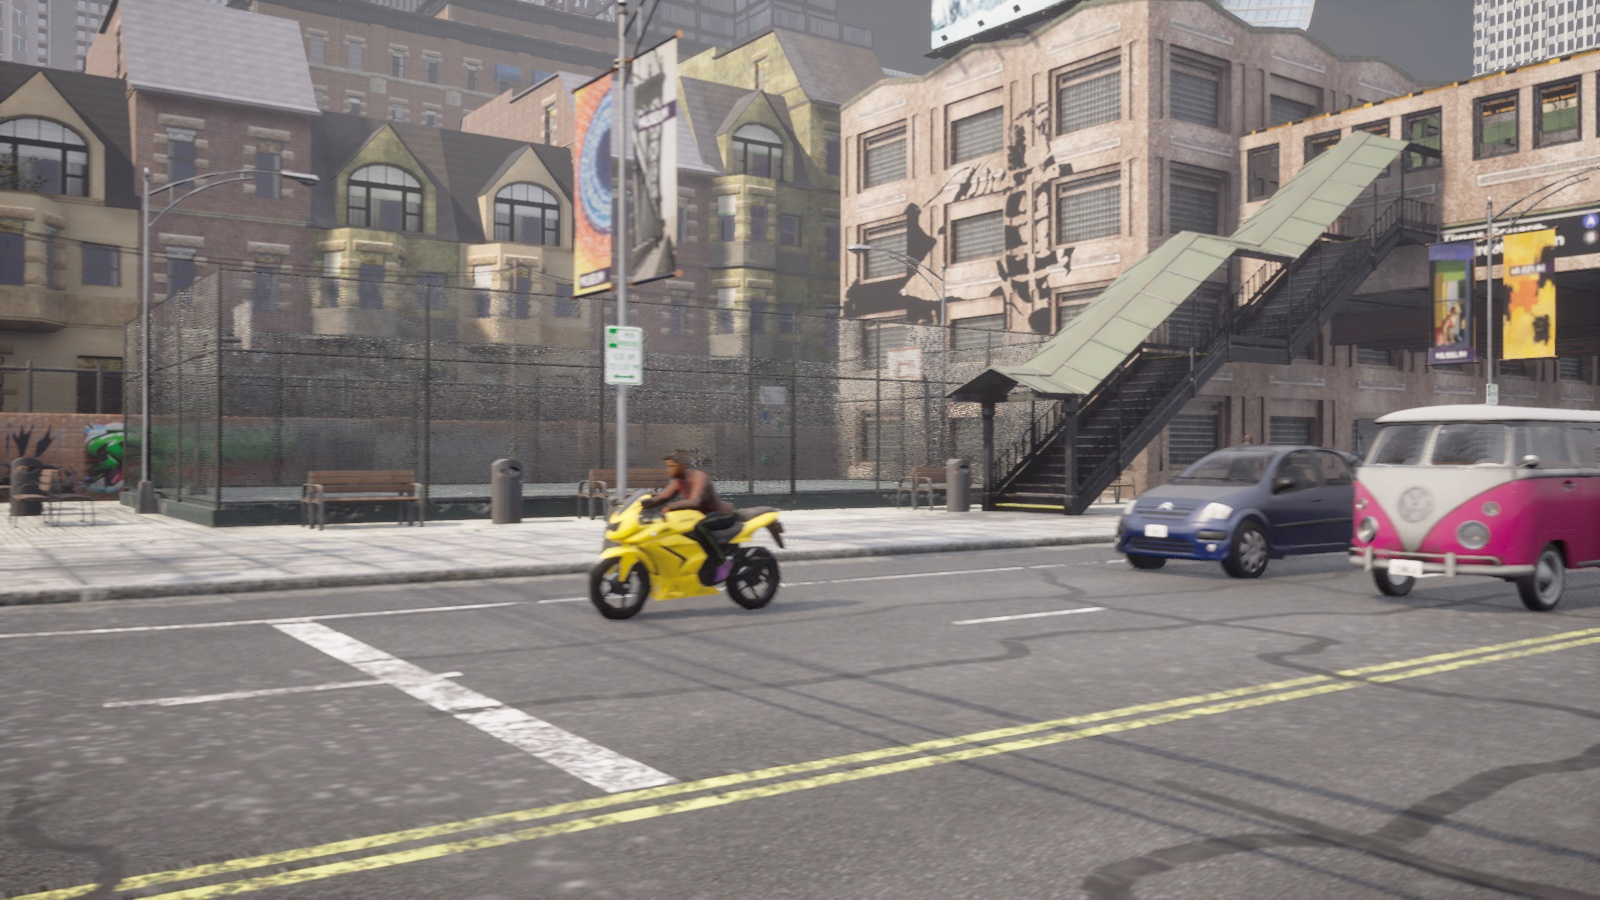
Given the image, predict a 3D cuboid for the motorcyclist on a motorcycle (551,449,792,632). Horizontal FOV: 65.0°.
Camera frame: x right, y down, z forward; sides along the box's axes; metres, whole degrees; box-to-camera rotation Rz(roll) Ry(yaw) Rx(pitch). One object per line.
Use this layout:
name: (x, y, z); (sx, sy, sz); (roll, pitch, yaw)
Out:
motorcyclist on a motorcycle: (-1.141, 0.757, 11.393); (2.044, 1.523, 0.797); (0, 0, -35)

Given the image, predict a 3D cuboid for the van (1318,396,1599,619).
van: (7.550, 0.514, 13.192); (4.442, 1.987, 1.775); (0, 0, -35)

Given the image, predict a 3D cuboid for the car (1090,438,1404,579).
car: (5.833, 0.671, 16.261); (3.988, 1.617, 1.851); (0, 0, -35)
